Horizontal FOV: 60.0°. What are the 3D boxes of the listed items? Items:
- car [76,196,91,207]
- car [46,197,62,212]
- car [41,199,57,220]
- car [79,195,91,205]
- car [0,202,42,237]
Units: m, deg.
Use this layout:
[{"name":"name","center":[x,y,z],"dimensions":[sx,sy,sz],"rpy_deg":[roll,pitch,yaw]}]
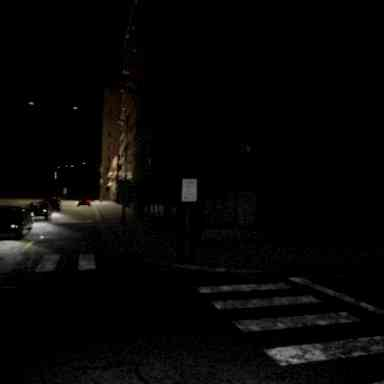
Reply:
[{"name":"car","center":[-16.194,1.494,50.021],"dimensions":[1.812,1.442,4.674],"rpy_deg":[2,-1,-18]},{"name":"car","center":[-15.406,1.344,36.665],"dimensions":[2.128,1.511,4.902],"rpy_deg":[2,-1,-17]},{"name":"car","center":[-12.386,1.455,26.817],"dimensions":[1.895,1.301,4.718],"rpy_deg":[2,-1,-17]},{"name":"car","center":[-19.120,1.444,59.489],"dimensions":[1.882,1.535,5.008],"rpy_deg":[2,-1,-17]},{"name":"car","center":[-9.367,1.403,17.065],"dimensions":[2.033,1.411,5.357],"rpy_deg":[2,-1,-17]}]
